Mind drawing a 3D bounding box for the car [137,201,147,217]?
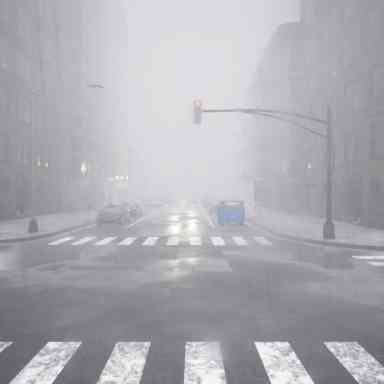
[{"bbox_3d":[-5.393,1.543,28.868,1.887,1.381,4.507,0,0,0],"label":"car"}]

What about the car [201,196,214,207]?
[{"bbox_3d":[2.629,1.576,45.922,1.802,1.307,4.206,0,0,0],"label":"car"}]

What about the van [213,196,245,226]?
[{"bbox_3d":[2.633,1.340,23.197,1.690,1.788,3.998,0,0,0],"label":"van"}]

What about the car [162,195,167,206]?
[{"bbox_3d":[-5.397,1.556,51.596,1.947,1.339,4.313,0,0,0],"label":"car"}]

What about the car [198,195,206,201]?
[{"bbox_3d":[2.623,1.531,85.691,1.947,1.339,4.313,0,0,0],"label":"car"}]

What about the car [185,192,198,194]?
[{"bbox_3d":[0.083,1.331,67.106,2.097,1.767,4.553,0,0,-2],"label":"car"}]

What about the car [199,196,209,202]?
[{"bbox_3d":[2.625,1.524,74.328,2.008,1.369,4.403,0,0,0],"label":"car"}]

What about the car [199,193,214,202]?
[{"bbox_3d":[2.629,1.305,51.603,2.192,1.841,5.009,0,0,0],"label":"car"}]

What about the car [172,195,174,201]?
[{"bbox_3d":[-5.400,1.293,68.641,2.192,1.841,5.009,0,0,0],"label":"car"}]

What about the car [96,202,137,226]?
[{"bbox_3d":[-5.392,1.550,23.187,2.008,1.369,4.403,0,0,0],"label":"car"}]

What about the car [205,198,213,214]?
[{"bbox_3d":[2.631,1.580,34.559,1.802,1.307,4.206,0,0,0],"label":"car"}]

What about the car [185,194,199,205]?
[{"bbox_3d":[0.093,1.512,57.276,1.812,1.442,4.674,0,0,0],"label":"car"}]

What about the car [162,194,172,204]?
[{"bbox_3d":[-5.399,1.548,62.960,1.947,1.339,4.313,0,0,0],"label":"car"}]

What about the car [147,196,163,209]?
[{"bbox_3d":[-5.396,1.520,45.744,1.752,1.417,4.829,0,0,0],"label":"car"}]

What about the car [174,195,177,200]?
[{"bbox_3d":[-5.401,1.410,80.005,1.967,1.590,4.097,0,0,0],"label":"car"}]
